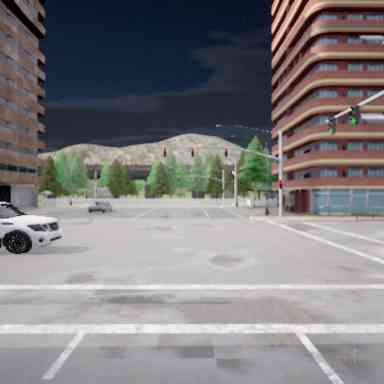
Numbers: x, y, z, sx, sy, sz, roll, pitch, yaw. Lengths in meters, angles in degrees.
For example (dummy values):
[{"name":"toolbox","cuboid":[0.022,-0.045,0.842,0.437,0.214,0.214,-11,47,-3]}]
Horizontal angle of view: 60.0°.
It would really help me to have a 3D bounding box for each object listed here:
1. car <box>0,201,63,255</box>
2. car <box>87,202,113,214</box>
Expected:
[{"name":"car","cuboid":[-8.144,1.355,13.207,5.566,2.045,2.150,0,0,-1]},{"name":"car","cuboid":[-10.746,1.804,39.045,1.895,1.301,4.718,0,0,0]}]
